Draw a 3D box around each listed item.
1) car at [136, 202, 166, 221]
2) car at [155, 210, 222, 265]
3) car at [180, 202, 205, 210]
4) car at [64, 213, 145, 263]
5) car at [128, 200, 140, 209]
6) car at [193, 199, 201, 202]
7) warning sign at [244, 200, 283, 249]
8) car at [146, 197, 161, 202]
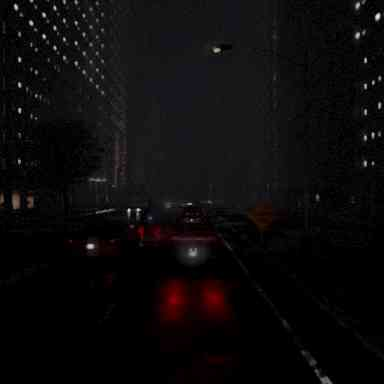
[{"bbox_3d":[-3.198,1.854,27.914,1.812,1.442,4.674,0,0,0],"label":"car"},{"bbox_3d":[0.047,1.636,12.204,2.128,1.511,4.902,0,-1,0],"label":"car"},{"bbox_3d":[0.047,1.827,27.237,1.837,1.490,4.892,0,0,0],"label":"car"},{"bbox_3d":[-3.200,1.713,12.551,1.994,1.385,4.181,0,-1,0],"label":"car"},{"bbox_3d":[-9.802,2.200,57.361,1.812,1.442,4.674,0,-1,0],"label":"car"},{"bbox_3d":[1.139,2.440,79.509,1.837,1.490,4.892,0,-1,0],"label":"car"},{"bbox_3d":[2.866,1.275,13.492,1.300,1.860,1.060,1,0,0],"label":"warning sign"},{"bbox_3d":[-6.549,1.895,57.295,2.150,2.045,5.566,0,-1,1],"label":"car"}]
